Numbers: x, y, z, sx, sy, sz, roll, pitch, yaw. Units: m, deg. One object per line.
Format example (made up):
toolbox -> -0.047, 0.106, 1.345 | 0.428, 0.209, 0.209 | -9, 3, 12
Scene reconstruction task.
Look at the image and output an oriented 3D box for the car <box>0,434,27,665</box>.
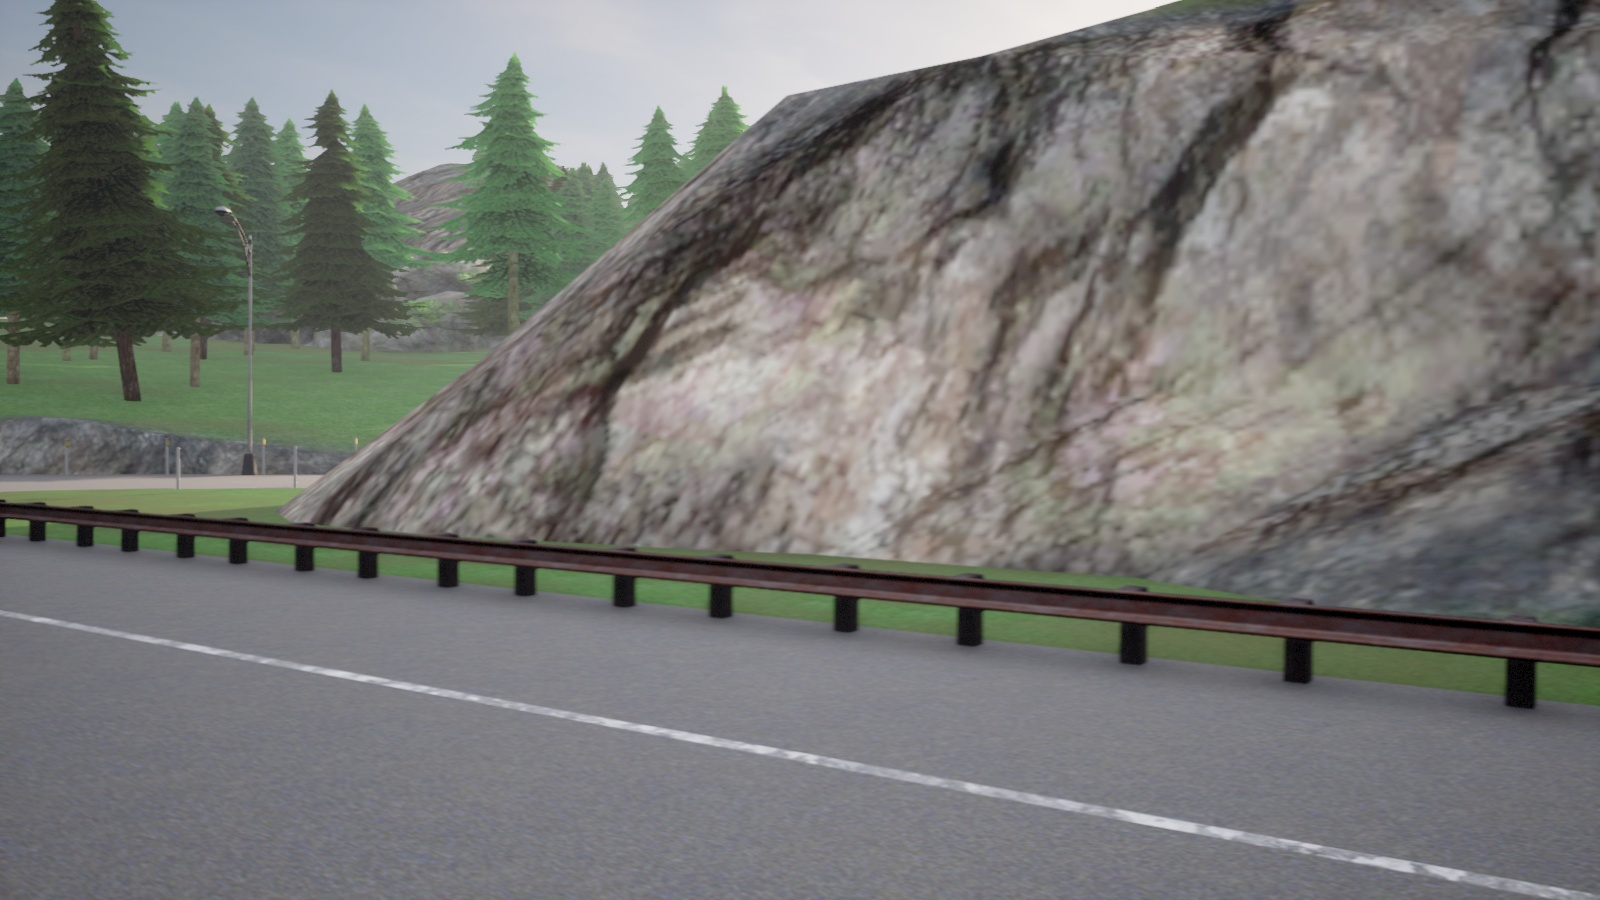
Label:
car -> -7.156, 0.647, 8.378 | 3.806, 1.475, 1.970 | 0, 1, 34
